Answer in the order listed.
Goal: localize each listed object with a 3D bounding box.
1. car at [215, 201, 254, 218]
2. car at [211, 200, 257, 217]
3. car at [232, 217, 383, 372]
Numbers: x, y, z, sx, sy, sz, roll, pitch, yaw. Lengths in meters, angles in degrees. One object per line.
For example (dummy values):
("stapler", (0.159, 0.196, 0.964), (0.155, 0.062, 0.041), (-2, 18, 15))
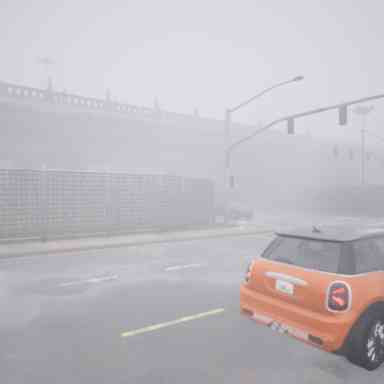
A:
("car", (3.491, 1.684, 30.473), (1.837, 1.490, 4.892), (0, 0, -36))
("car", (4.373, 1.679, 35.260), (1.882, 1.535, 5.008), (0, 0, -35))
("car", (3.056, 1.387, 5.957), (4.553, 1.767, 2.097), (1, 0, -35))
